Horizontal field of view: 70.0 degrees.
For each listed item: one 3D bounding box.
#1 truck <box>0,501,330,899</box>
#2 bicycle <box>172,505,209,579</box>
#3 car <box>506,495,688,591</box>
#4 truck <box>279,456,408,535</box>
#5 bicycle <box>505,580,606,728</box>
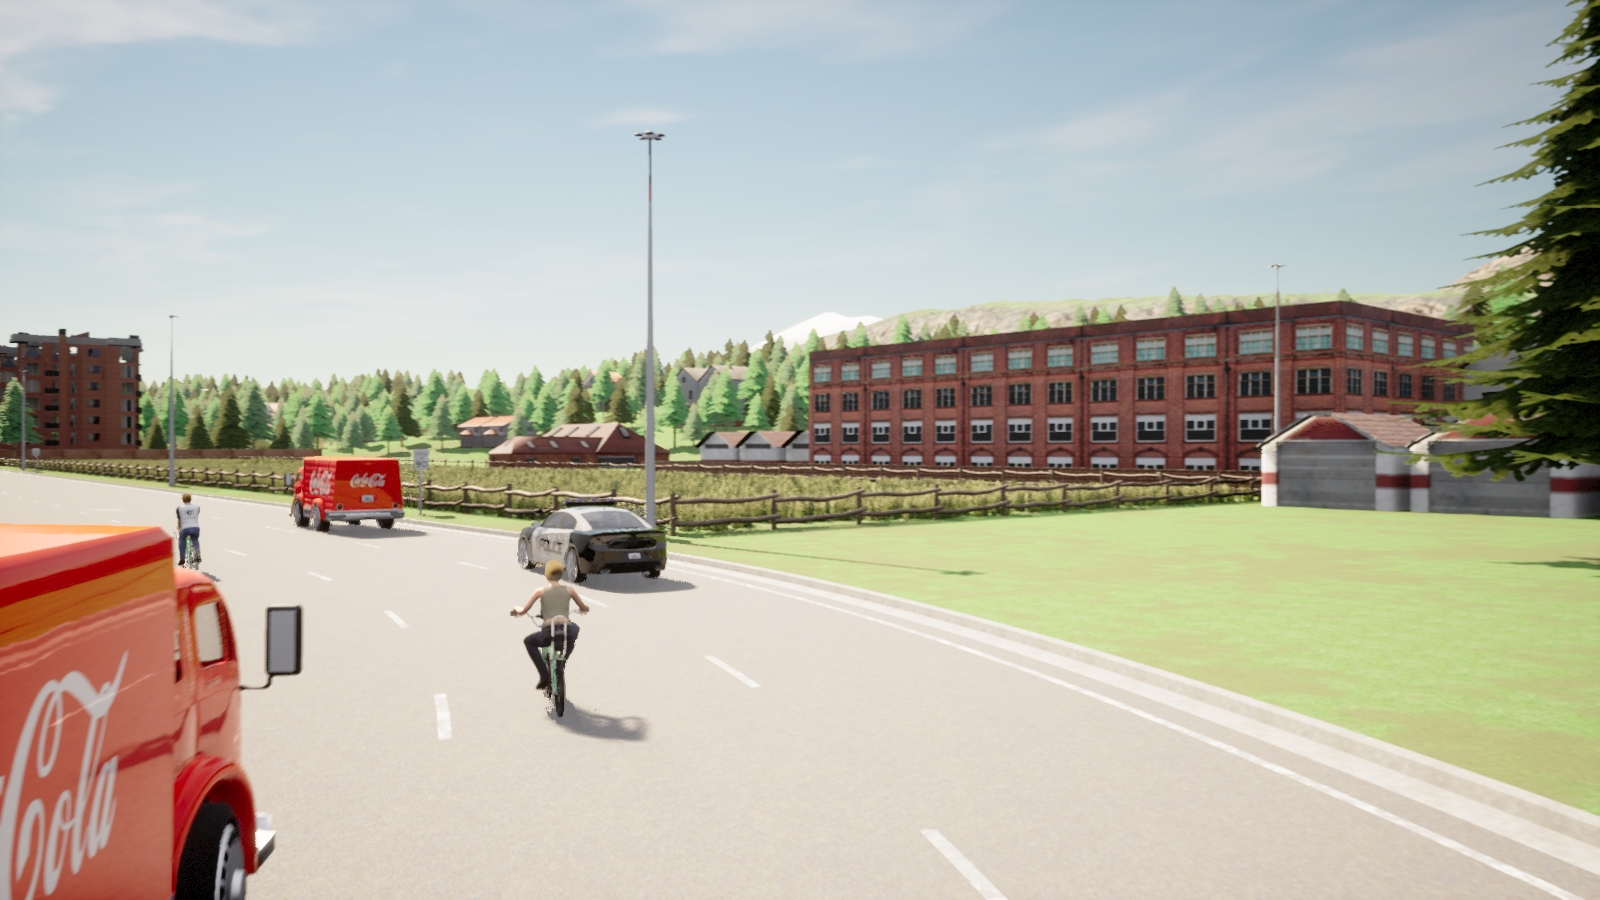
[{"bbox_3d":[-3.848,1.557,4.432,2.627,2.467,5.204,1,0,-9],"label":"truck"},{"bbox_3d":[-13.449,2.000,25.192,0.373,1.496,1.643,-4,2,-38],"label":"bicycle"},{"bbox_3d":[-4.580,1.923,24.999,2.097,1.638,5.238,0,0,-32],"label":"car"},{"bbox_3d":[-15.846,1.480,39.517,2.627,2.467,5.204,0,0,-40],"label":"truck"},{"bbox_3d":[-2.645,2.127,12.241,0.859,1.276,1.487,0,0,-20],"label":"bicycle"}]
